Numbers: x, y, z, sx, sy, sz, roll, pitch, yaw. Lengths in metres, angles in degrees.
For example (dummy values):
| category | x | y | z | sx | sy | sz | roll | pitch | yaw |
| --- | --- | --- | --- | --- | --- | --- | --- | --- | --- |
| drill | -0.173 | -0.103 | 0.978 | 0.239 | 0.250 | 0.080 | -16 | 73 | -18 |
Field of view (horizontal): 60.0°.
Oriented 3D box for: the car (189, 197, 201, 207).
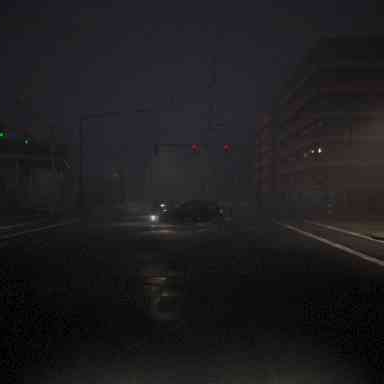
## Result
| category | x | y | z | sx | sy | sz | roll | pitch | yaw |
| --- | --- | --- | --- | --- | --- | --- | --- | --- | --- |
| car | 0.379 | 1.526 | 51.003 | 1.812 | 1.442 | 4.674 | 0 | 0 | 0 |

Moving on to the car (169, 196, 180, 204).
| category | x | y | z | sx | sy | sz | roll | pitch | yaw |
| --- | --- | --- | --- | --- | --- | --- | --- | --- | --- |
| car | -3.381 | 1.564 | 64.876 | 1.994 | 1.385 | 4.181 | 0 | 0 | 0 |

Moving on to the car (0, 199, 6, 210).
| category | x | y | z | sx | sy | sz | roll | pitch | yaw |
| --- | --- | --- | --- | --- | --- | --- | --- | --- | --- |
| car | -24.046 | 1.456 | 38.922 | 3.806 | 1.475 | 1.970 | 0 | 0 | 1 |

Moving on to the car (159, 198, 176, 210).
| category | x | y | z | sx | sy | sz | roll | pitch | yaw |
| --- | --- | --- | --- | --- | --- | --- | --- | --- | --- |
| car | -3.249 | 1.564 | 44.102 | 1.994 | 1.385 | 4.181 | 0 | 0 | 0 |

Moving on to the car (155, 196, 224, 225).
| category | x | y | z | sx | sy | sz | roll | pitch | yaw |
| --- | --- | --- | --- | --- | --- | --- | --- | --- | --- |
| car | -0.041 | 1.352 | 23.392 | 4.553 | 1.767 | 2.097 | 0 | 0 | 0 |

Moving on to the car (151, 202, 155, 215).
| category | x | y | z | sx | sy | sz | roll | pitch | yaw |
| --- | --- | --- | --- | --- | --- | --- | --- | --- | --- |
| car | -3.168 | 1.547 | 34.715 | 2.033 | 1.411 | 5.357 | 0 | 0 | -1 |
